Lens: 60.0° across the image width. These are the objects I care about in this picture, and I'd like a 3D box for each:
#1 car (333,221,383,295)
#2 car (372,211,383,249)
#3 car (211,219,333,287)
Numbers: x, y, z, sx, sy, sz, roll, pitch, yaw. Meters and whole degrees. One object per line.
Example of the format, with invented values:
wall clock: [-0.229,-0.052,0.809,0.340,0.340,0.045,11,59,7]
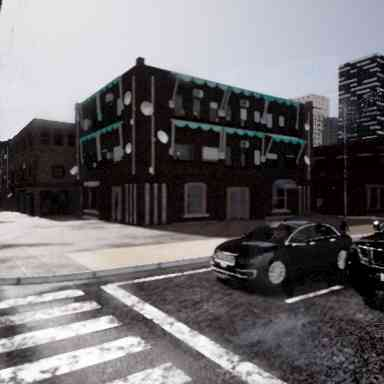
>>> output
car: [5.951,1.314,7.945,5.566,2.045,2.150,1,0,-37]
car: [10.406,1.646,15.093,5.008,1.535,1.882,1,0,-35]
car: [2.769,1.581,9.654,4.892,1.490,1.837,1,0,-35]
